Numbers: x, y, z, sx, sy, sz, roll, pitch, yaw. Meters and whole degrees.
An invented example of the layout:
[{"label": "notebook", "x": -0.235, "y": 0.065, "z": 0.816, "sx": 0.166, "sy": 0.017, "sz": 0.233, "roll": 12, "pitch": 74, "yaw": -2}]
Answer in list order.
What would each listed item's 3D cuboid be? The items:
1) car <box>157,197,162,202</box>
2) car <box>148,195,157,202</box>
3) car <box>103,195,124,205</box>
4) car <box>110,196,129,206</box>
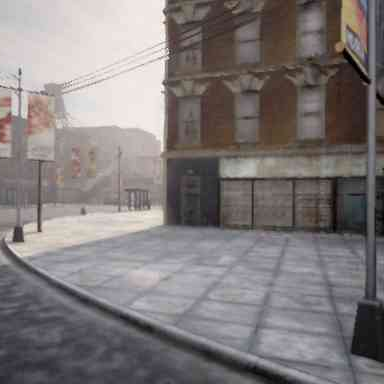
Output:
[{"label": "car", "x": -9.832, "y": 2.129, "z": 93.715, "sx": 1.895, "sy": 1.301, "sz": 4.718, "roll": 0, "pitch": 0, "yaw": 18}, {"label": "car", "x": -12.157, "y": 1.698, "z": 86.697, "sx": 2.435, "sy": 2.045, "sz": 5.566, "roll": 0, "pitch": 0, "yaw": 18}, {"label": "car", "x": -15.572, "y": 1.556, "z": 67.032, "sx": 2.150, "sy": 2.045, "sz": 5.566, "roll": 0, "pitch": 0, "yaw": 18}, {"label": "car", "x": -13.165, "y": 1.911, "z": 63.268, "sx": 1.994, "sy": 1.385, "sz": 4.181, "roll": 0, "pitch": 0, "yaw": 19}]
